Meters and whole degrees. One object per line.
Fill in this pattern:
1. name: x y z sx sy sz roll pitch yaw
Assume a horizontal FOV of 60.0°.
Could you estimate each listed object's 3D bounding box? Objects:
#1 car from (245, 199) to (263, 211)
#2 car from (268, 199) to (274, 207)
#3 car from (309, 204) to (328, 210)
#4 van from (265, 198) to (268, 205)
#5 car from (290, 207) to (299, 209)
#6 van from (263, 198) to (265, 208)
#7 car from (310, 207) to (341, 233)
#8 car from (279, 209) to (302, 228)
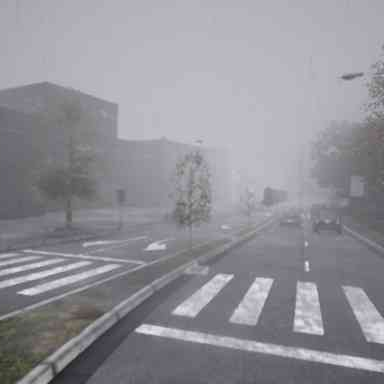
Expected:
1. car: 11.685 2.538 64.369 2.435 2.045 5.566 1 0 19
2. car: 18.947 2.694 85.332 2.435 2.045 5.566 1 0 19
3. car: 17.279 2.632 45.426 2.150 2.045 5.566 1 0 19
4. van: 15.287 2.647 74.767 1.878 1.987 4.442 1 0 19
5. car: 14.545 2.898 47.187 2.033 1.411 5.357 1 0 19
6. van: 13.471 2.606 69.526 1.878 1.987 4.442 1 0 19
7. car: 11.765 2.548 29.203 2.097 1.767 4.553 1 -1 19
8. car: 10.026 2.777 33.897 1.994 1.385 4.181 1 -1 19
